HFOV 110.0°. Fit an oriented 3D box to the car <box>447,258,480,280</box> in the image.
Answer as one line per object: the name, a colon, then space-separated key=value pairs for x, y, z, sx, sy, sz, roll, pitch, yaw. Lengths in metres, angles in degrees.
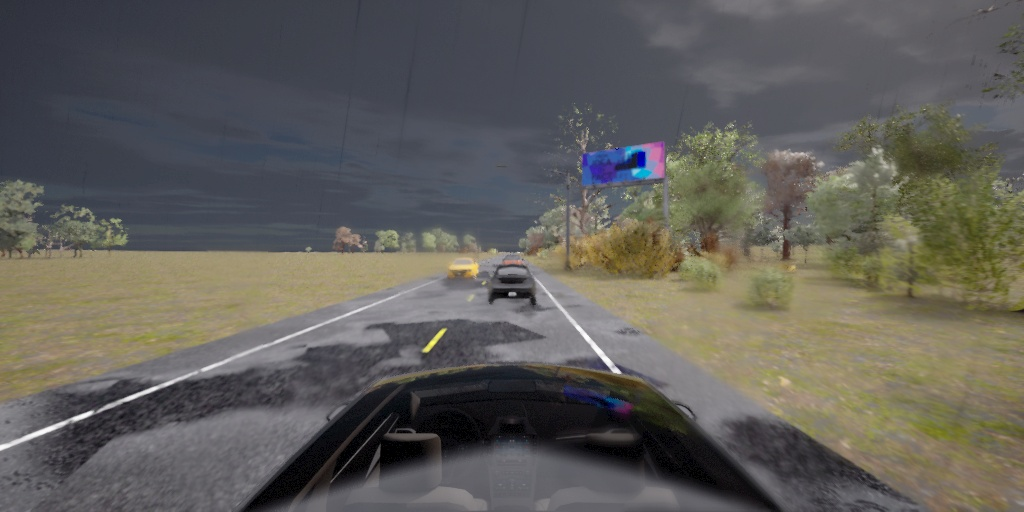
car: x=-3.527 y=0.895 z=26.695 sx=1.882 sy=1.535 sz=5.008 roll=0 pitch=1 yaw=0

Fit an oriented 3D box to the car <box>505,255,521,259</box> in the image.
car: x=0.088 y=0.663 z=34.591 sx=2.097 sy=1.767 sz=4.553 roll=0 pitch=1 yaw=0

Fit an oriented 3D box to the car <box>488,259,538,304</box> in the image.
car: x=0.036 y=1.076 z=15.246 sx=1.837 sy=1.490 sz=4.892 roll=0 pitch=1 yaw=1
